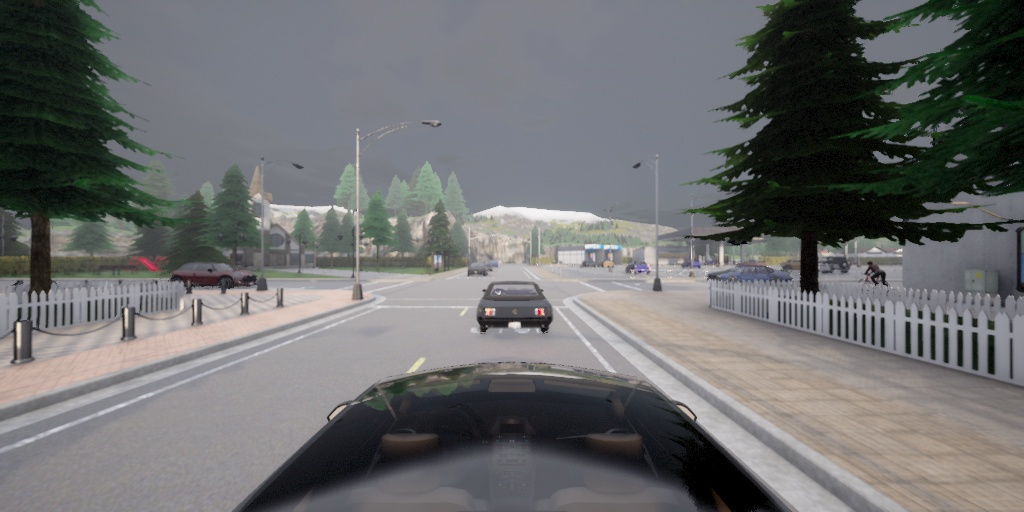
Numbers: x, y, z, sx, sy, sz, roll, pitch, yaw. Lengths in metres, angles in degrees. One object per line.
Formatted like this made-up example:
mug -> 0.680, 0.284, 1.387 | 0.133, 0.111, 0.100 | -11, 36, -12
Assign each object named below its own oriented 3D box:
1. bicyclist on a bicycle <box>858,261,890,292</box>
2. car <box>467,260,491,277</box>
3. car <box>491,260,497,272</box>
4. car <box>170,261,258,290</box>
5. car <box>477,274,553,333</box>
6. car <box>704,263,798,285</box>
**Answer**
bicyclist on a bicycle -> 18.852, 1.111, 18.710 | 0.582, 1.620, 1.656 | 0, -1, 1
car -> -3.633, 1.391, 38.546 | 1.882, 1.535, 5.008 | 0, 0, 0
car -> -3.644, 1.510, 49.970 | 2.033, 1.411, 5.357 | 0, 0, 0
car -> -18.814, 1.180, 22.827 | 4.553, 1.767, 2.097 | 0, 0, 1
car -> 0.025, 1.392, 10.883 | 1.895, 1.301, 4.718 | 0, 0, -1
car -> 17.228, 1.390, 26.206 | 5.357, 1.411, 2.033 | 0, 0, 1
